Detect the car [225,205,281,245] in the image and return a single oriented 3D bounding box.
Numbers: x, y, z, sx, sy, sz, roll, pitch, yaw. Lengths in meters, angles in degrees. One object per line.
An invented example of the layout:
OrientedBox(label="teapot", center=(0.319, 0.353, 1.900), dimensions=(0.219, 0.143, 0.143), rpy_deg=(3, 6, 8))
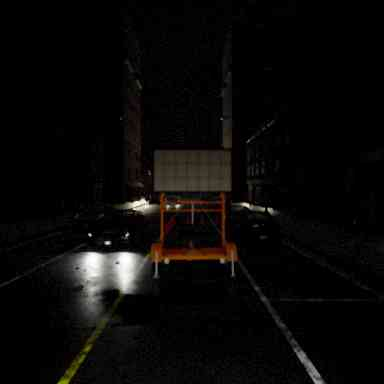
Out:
OrientedBox(label="car", center=(2.739, 1.496, 14.931), dimensions=(2.008, 1.369, 4.403), rpy_deg=(-1, 0, 0))

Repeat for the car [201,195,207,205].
OrientedBox(label="car", center=(2.706, 1.392, 53.468), dimensions=(1.947, 1.339, 4.313), rpy_deg=(-1, 0, 0))

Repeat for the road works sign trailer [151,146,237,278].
OrientedBox(label="road works sign trailer", center=(0.016, 0.426, 10.028), dimensions=(2.380, 3.560, 2.880), rpy_deg=(0, 0, -3))

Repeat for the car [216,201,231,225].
OrientedBox(label="car", center=(2.734, 1.472, 20.437), dimensions=(1.887, 1.381, 4.507), rpy_deg=(-1, 0, 0))

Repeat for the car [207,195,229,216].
OrientedBox(label="car", center=(2.723, 1.332, 31.447), dimensions=(1.967, 1.590, 4.097), rpy_deg=(-1, 0, 0))

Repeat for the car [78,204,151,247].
OrientedBox(label="car", center=(-3.113, 1.492, 14.944), dimensions=(2.033, 1.411, 5.357), rpy_deg=(0, 0, 0))

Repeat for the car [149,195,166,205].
OrientedBox(label="car", center=(-5.820, 1.266, 53.459), dimensions=(1.967, 1.590, 4.097), rpy_deg=(-1, 0, 0))

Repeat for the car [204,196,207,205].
OrientedBox(label="car", center=(2.720, 1.419, 36.952), dimensions=(1.887, 1.381, 4.507), rpy_deg=(-1, 0, 0))

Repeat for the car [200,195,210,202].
OrientedBox(label="car", center=(2.692, 1.326, 69.983), dimensions=(1.887, 1.381, 4.507), rpy_deg=(-1, 0, 0))

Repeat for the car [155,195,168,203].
OrientedBox(label="car", center=(-5.828, 1.347, 64.470), dimensions=(2.008, 1.369, 4.403), rpy_deg=(-1, 0, 0))

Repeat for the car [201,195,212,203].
OrientedBox(label="car", center=(2.697, 1.341, 64.478), dimensions=(1.887, 1.381, 4.507), rpy_deg=(-1, 0, 0))

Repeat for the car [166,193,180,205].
OrientedBox(label="car", center=(-3.126, 1.045, 55.589), dimensions=(2.150, 2.045, 5.566), rpy_deg=(0, 0, 0))

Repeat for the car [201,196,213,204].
OrientedBox(label="car", center=(2.701, 1.356, 58.972), dimensions=(1.887, 1.381, 4.507), rpy_deg=(-1, 0, 0))

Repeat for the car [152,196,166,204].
OrientedBox(label="car", center=(-5.824, 1.377, 58.965), dimensions=(1.947, 1.339, 4.313), rpy_deg=(-1, 0, 0))

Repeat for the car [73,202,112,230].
OrientedBox(label="car", center=(-5.792, 1.367, 20.429), dimensions=(1.967, 1.590, 4.097), rpy_deg=(-1, 0, 0))

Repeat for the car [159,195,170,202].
OrientedBox(label="car", center=(-5.833, 1.326, 69.976), dimensions=(1.887, 1.381, 4.507), rpy_deg=(-1, 0, 0))
